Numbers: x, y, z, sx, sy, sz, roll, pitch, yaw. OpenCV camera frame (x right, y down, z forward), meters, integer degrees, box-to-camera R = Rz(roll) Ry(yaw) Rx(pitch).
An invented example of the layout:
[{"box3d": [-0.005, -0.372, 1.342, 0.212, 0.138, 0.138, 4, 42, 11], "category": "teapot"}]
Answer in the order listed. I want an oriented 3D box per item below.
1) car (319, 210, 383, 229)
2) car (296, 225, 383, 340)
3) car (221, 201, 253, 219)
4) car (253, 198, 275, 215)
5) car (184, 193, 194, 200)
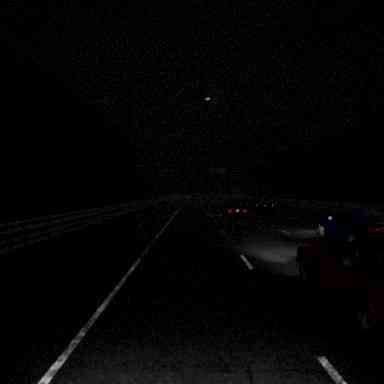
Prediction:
[{"box3d": [7.106, 1.481, 14.193, 1.882, 1.535, 5.008, 0, 0, 0], "category": "car"}, {"box3d": [3.602, 1.603, 6.495, 1.895, 1.301, 4.718, 0, 0, 0], "category": "car"}, {"box3d": [3.613, 1.556, 28.880, 2.033, 1.411, 5.357, 0, 0, 0], "category": "car"}, {"box3d": [7.114, 1.361, 34.447, 2.097, 1.767, 4.553, 0, 0, 0], "category": "car"}, {"box3d": [-1.188, 1.279, 95.038, 2.150, 2.045, 5.566, 0, 0, 0], "category": "car"}]
